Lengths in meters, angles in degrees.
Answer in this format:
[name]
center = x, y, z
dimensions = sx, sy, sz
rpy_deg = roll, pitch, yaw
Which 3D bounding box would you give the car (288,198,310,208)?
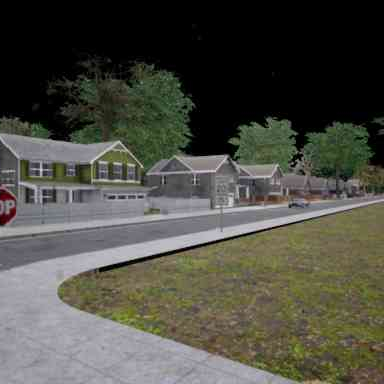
[car]
center = 14.893, 1.527, 46.156
dimensions = 1.994, 1.385, 4.181
rpy_deg = 0, 0, 35
